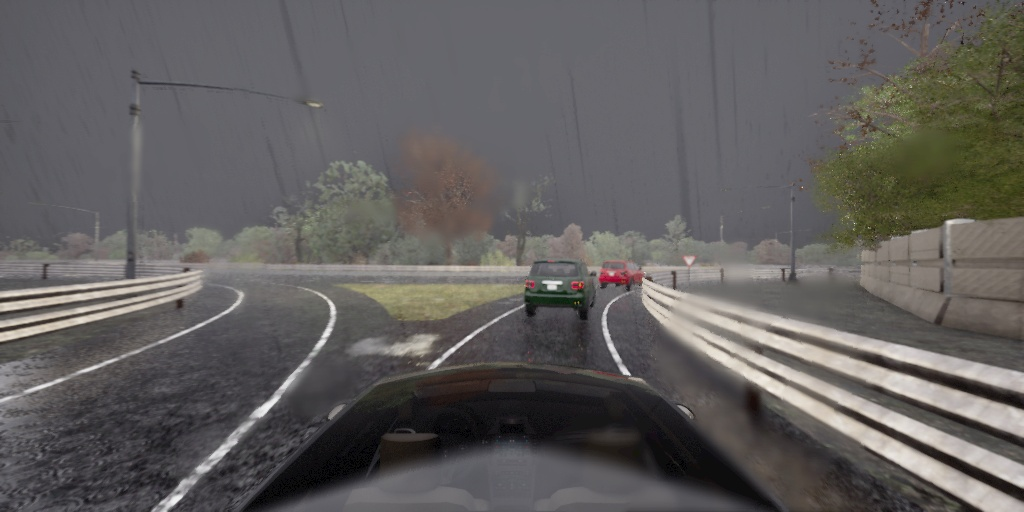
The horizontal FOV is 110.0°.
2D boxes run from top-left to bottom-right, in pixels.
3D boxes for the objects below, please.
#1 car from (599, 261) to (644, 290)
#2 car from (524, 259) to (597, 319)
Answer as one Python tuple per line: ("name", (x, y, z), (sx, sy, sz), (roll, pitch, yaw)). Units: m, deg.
("car", (8.337, 1.394, 26.980), (2.150, 2.045, 5.566), (0, -1, 33))
("car", (2.038, 1.158, 14.106), (2.150, 2.045, 5.566), (0, -1, 16))
